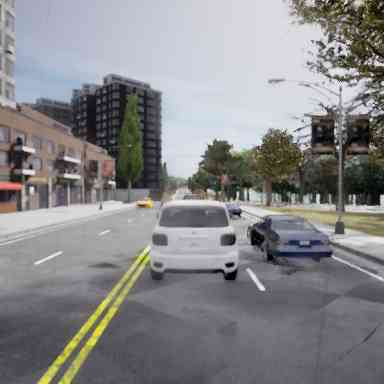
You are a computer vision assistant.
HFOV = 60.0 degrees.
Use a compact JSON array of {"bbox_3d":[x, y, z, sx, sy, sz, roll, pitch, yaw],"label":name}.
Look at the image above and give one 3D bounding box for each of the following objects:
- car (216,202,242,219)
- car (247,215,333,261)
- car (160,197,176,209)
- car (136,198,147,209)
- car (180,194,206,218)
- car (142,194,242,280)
[{"bbox_3d":[3.335,1.622,30.595,1.895,1.301,4.718,0,0,0],"label":"car"},{"bbox_3d":[3.319,1.540,12.265,2.033,1.411,5.357,0,0,0],"label":"car"},{"bbox_3d":[-3.335,1.551,46.503,1.882,1.535,5.008,0,0,0],"label":"car"},{"bbox_3d":[-6.585,1.551,46.504,1.882,1.535,5.008,0,0,0],"label":"car"},{"bbox_3d":[0.087,1.242,31.084,2.150,2.045,5.566,0,0,0],"label":"car"},{"bbox_3d":[0.056,1.217,10.007,2.150,2.045,5.566,0,0,0],"label":"car"}]
